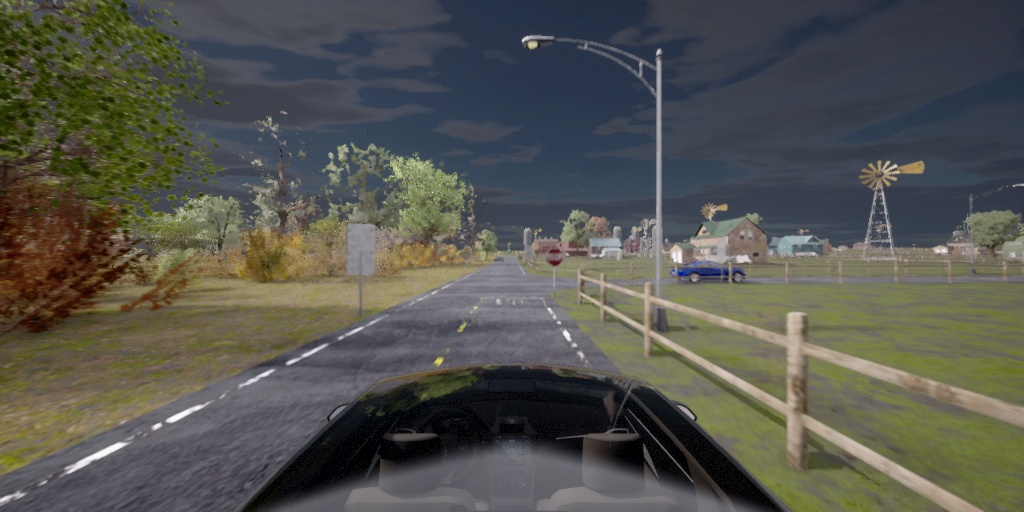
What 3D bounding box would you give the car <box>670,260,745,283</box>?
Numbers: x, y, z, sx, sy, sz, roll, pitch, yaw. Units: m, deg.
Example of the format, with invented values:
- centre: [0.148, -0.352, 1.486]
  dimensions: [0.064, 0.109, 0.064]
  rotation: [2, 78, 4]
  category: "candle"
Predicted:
- centre: [14.064, 1.077, 25.846]
  dimensions: [5.008, 1.535, 1.882]
  rotation: [0, 0, -1]
  category: "car"
